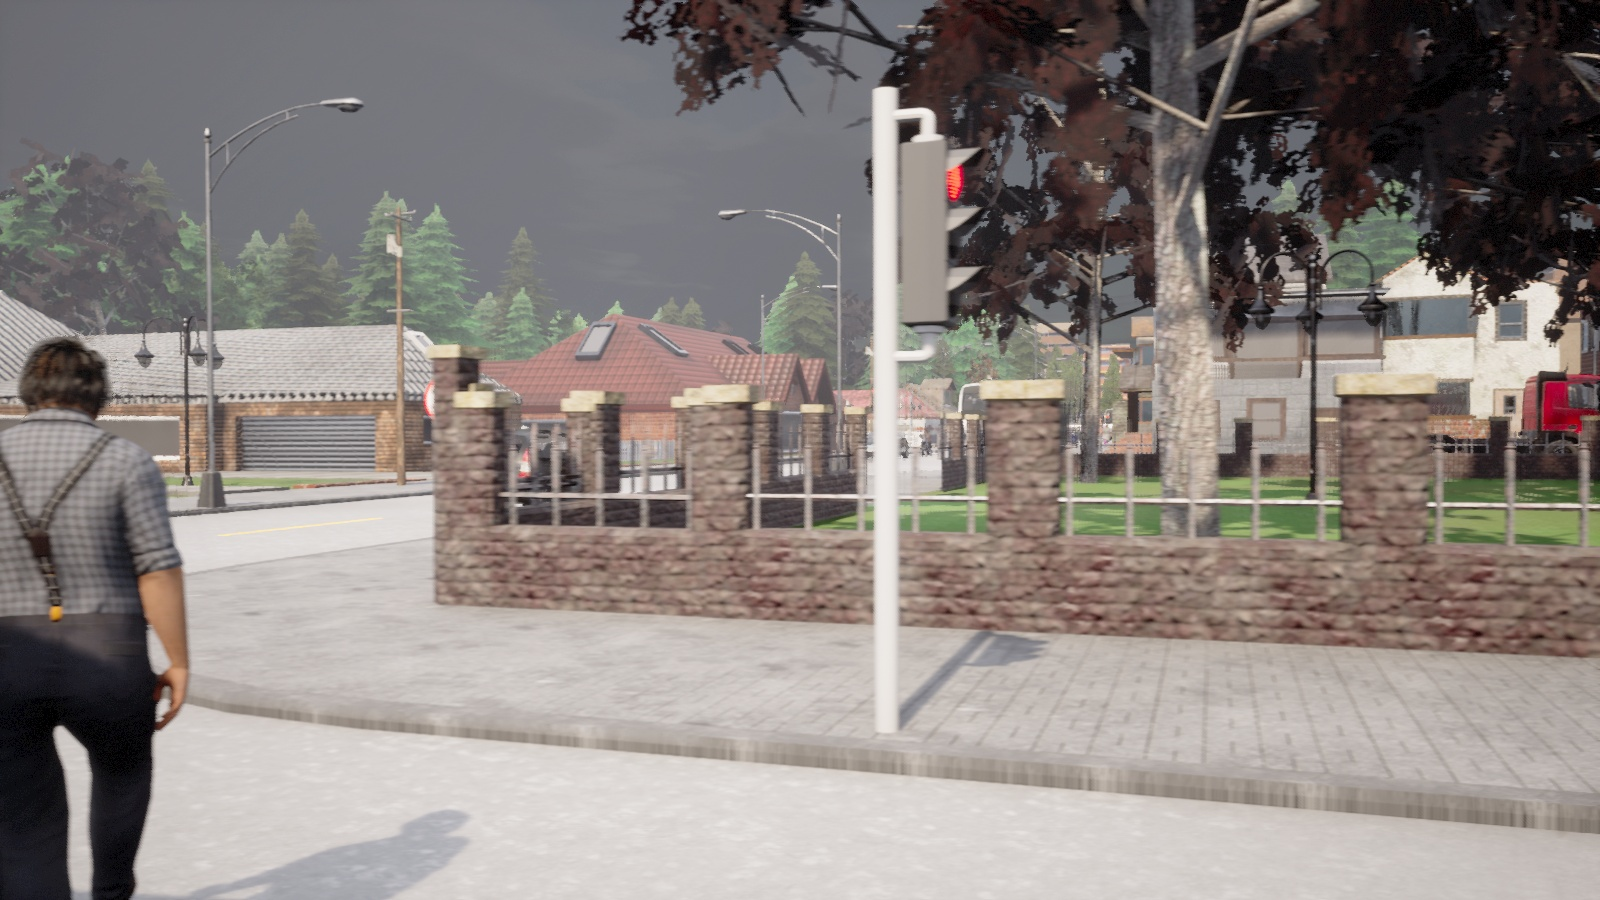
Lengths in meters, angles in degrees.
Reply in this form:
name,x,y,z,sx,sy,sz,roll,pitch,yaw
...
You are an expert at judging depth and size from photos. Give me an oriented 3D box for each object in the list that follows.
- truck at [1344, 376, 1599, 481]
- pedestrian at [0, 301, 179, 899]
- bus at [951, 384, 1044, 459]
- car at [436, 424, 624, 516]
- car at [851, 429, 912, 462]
name,x,y,z,sx,sy,sz,roll,pitch,yaw
truck,23.419,-0.771,43.646,7.936,3.462,2.891,1,1,17
pedestrian,-2.030,0.556,3.409,0.540,1.848,0.694,0,1,-20
bus,12.272,-1.724,76.907,3.944,4.253,10.273,0,1,19
car,-5.122,0.324,24.367,1.851,1.617,3.988,0,1,17
car,4.316,-0.266,65.660,2.033,1.649,4.856,0,1,18
